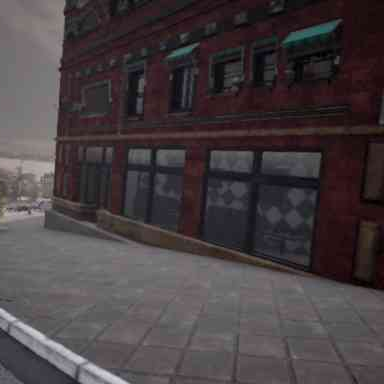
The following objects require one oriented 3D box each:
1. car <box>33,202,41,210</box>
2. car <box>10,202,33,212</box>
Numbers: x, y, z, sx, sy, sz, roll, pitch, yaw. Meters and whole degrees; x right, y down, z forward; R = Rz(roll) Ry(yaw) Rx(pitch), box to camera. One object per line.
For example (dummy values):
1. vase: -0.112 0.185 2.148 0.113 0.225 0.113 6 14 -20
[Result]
1. car: -27.519 2.448 59.240 2.033 1.411 5.357 5 -2 -10
2. car: -25.735 2.177 48.969 2.033 1.411 5.357 5 -2 -10
